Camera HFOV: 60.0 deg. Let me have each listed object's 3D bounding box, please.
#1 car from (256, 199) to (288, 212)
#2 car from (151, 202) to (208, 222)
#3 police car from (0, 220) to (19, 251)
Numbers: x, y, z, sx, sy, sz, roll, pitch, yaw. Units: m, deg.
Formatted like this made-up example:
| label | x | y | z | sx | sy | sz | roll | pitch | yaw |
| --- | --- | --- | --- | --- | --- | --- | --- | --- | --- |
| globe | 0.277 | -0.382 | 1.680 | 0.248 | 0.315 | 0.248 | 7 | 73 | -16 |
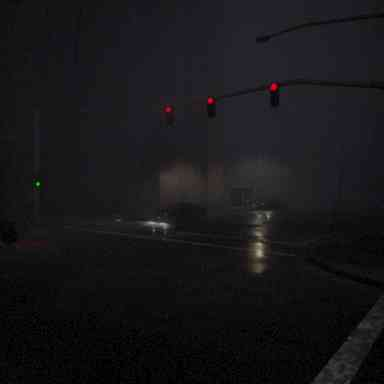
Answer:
| label | x | y | z | sx | sy | sz | roll | pitch | yaw |
| --- | --- | --- | --- | --- | --- | --- | --- | --- | --- |
| car | 9.739 | 1.547 | 39.957 | 2.033 | 1.411 | 5.357 | 0 | 0 | 40 |
| car | -0.831 | 1.547 | 27.075 | 2.033 | 1.411 | 5.357 | 0 | 0 | 39 |
| police car | -8.882 | 1.425 | 11.529 | 1.930 | 1.638 | 5.238 | 0 | 0 | 39 |
